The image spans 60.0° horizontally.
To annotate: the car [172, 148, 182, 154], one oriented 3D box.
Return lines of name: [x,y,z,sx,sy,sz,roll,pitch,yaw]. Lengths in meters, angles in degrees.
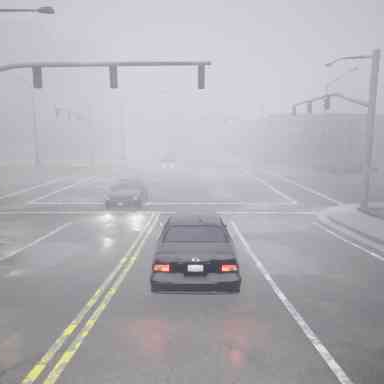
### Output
car: [-3.471,-9.726,78.599,2.033,1.411,5.357,0,9,0]

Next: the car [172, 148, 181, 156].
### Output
car: [-3.485,-7.979,67.663,1.837,1.490,4.892,0,9,0]

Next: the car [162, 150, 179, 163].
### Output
car: [-3.577,-5.313,51.547,2.033,1.411,5.357,0,9,0]

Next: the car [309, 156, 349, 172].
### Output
car: [15.567,-3.199,37.352,4.553,1.767,2.097,0,9,0]

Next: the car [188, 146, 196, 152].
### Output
car: [0.034,-11.817,91.168,1.994,1.385,4.181,0,9,0]

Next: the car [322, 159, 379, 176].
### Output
car: [16.261,-2.391,33.938,4.718,1.301,1.895,0,9,-1]

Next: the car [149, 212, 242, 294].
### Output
car: [0.077,1.216,8.422,2.033,1.411,5.357,0,4,0]

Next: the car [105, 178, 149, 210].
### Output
car: [-3.593,-0.025,18.965,1.812,1.442,4.674,0,9,0]

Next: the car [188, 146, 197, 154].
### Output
car: [0.030,-10.330,81.110,2.097,1.767,4.553,0,9,0]
